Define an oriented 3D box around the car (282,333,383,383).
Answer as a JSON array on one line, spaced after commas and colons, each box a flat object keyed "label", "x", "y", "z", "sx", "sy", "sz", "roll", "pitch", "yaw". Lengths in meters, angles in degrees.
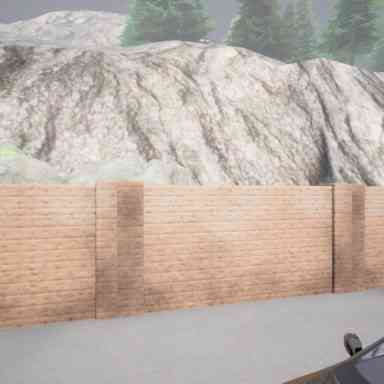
[{"label": "car", "x": 2.207, "y": 1.492, "z": 1.887, "sx": 4.902, "sy": 1.511, "sz": 2.128, "roll": 0, "pitch": 0, "yaw": -18}]
